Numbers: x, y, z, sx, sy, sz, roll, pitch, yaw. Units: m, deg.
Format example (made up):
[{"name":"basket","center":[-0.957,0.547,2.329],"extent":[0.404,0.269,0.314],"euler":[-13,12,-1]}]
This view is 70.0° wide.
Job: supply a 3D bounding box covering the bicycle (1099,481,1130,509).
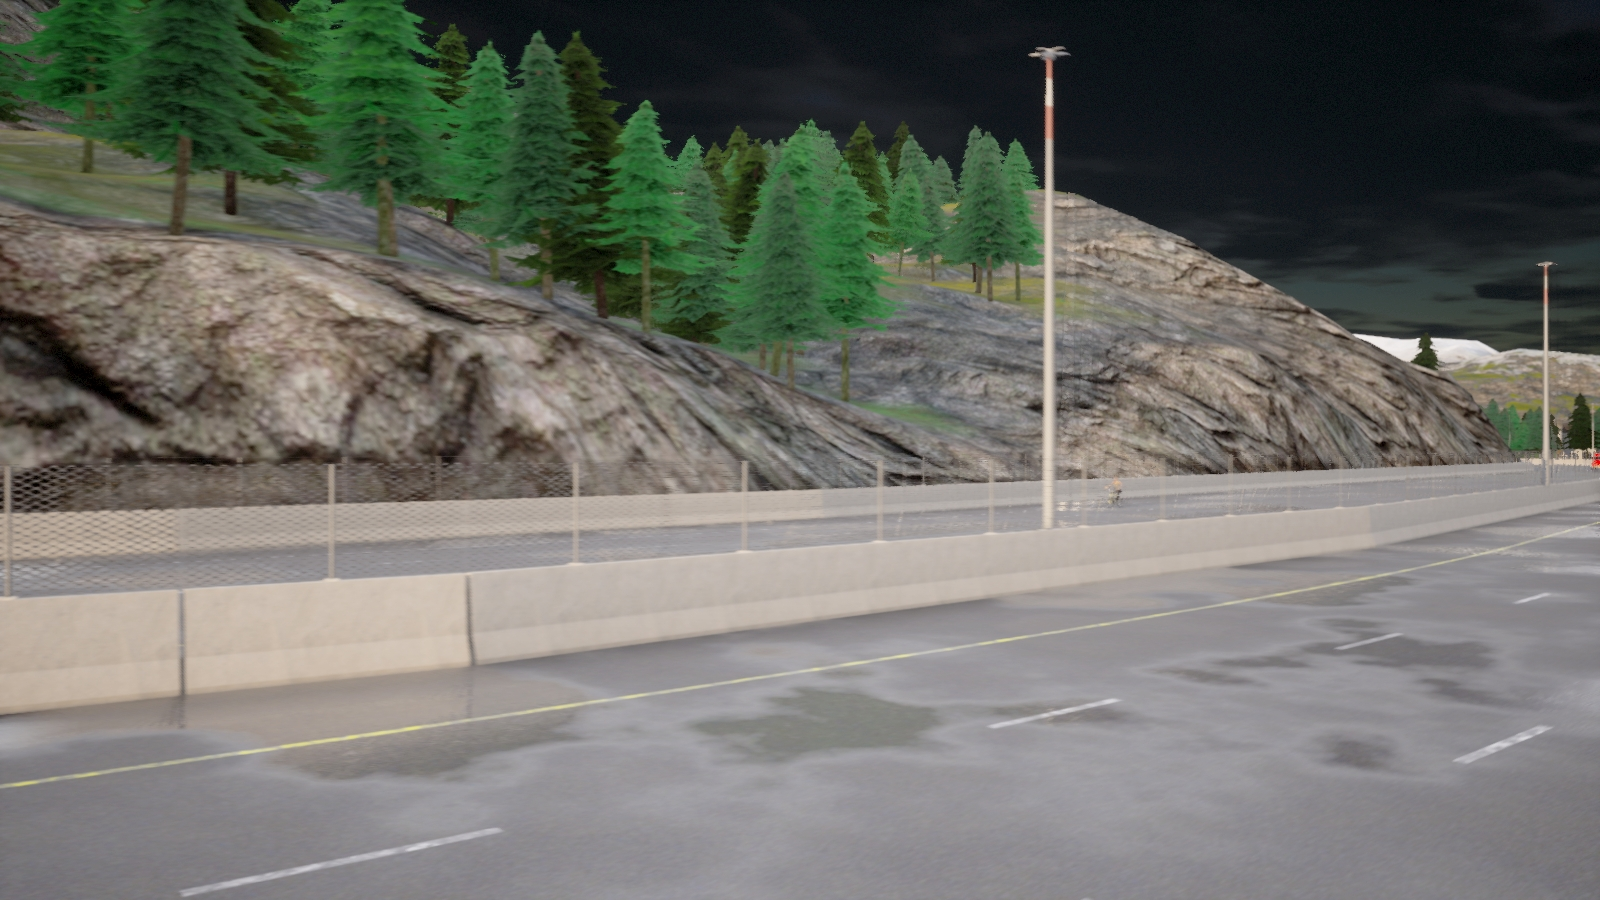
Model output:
[{"name":"bicycle","center":[15.388,2.199,55.830],"extent":[0.859,1.295,1.487],"euler":[0,0,43]}]
